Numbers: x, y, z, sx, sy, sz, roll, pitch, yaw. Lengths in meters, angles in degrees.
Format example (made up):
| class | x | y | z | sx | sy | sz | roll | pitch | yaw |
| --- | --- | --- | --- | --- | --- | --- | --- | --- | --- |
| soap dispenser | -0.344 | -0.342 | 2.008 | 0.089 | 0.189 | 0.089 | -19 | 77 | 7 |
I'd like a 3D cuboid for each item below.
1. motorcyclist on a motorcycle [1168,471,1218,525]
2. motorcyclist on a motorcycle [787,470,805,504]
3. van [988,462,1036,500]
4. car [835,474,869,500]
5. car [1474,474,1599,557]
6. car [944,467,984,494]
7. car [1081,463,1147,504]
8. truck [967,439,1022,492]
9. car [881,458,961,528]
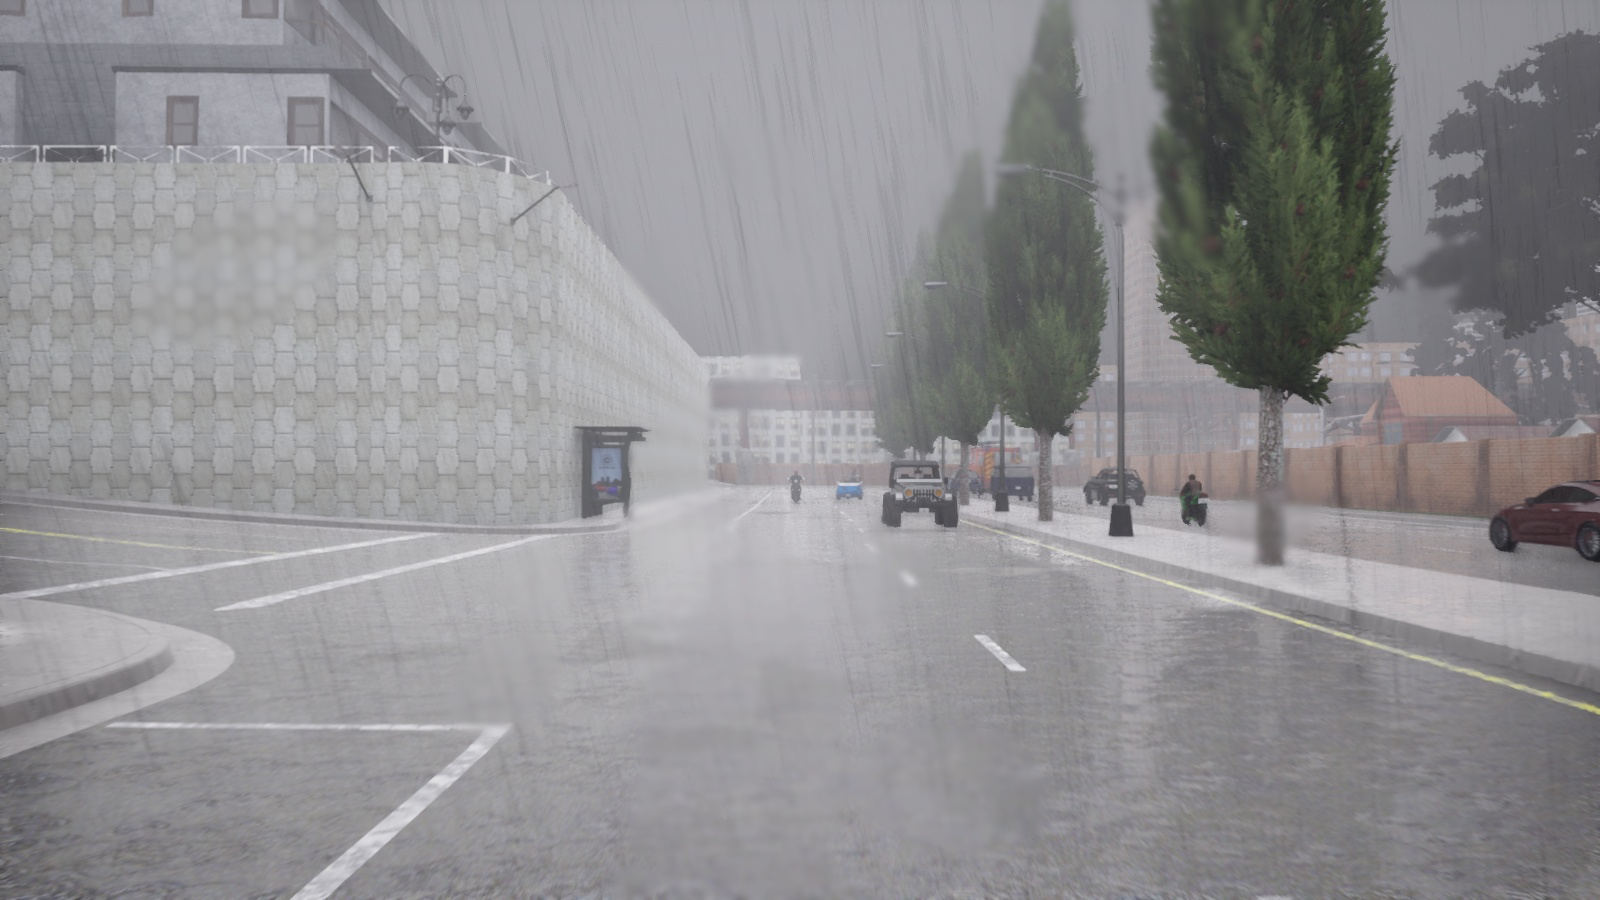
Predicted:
| class | x | y | z | sx | sy | sz | roll | pitch | yaw |
| --- | --- | --- | --- | --- | --- | --- | --- | --- | --- |
| motorcyclist on a motorcycle | 11.390 | 1.362 | 36.456 | 0.797 | 1.523 | 2.044 | 0 | -1 | 0 |
| motorcyclist on a motorcycle | -0.176 | 1.786 | 60.762 | 0.866 | 1.590 | 1.817 | 0 | -1 | 0 |
| van | 11.299 | 1.649 | 67.251 | 1.775 | 1.987 | 4.442 | 0 | -1 | 0 |
| car | 2.854 | 2.017 | 69.093 | 1.481 | 1.376 | 2.207 | -1 | -1 | 13 |
| car | 14.928 | 1.179 | 23.767 | 1.812 | 1.442 | 4.674 | 0 | -1 | 0 |
| car | 11.243 | 2.072 | 86.236 | 2.097 | 1.767 | 4.553 | 0 | -1 | 0 |
| car | 14.822 | 1.568 | 59.458 | 1.932 | 1.855 | 4.605 | 0 | -1 | 0 |
| truck | 14.712 | 1.192 | 95.564 | 2.891 | 3.827 | 8.468 | 0 | -1 | 0 |
| car | 3.392 | 1.198 | 35.910 | 1.905 | 1.878 | 3.866 | 0 | -1 | 0 |
